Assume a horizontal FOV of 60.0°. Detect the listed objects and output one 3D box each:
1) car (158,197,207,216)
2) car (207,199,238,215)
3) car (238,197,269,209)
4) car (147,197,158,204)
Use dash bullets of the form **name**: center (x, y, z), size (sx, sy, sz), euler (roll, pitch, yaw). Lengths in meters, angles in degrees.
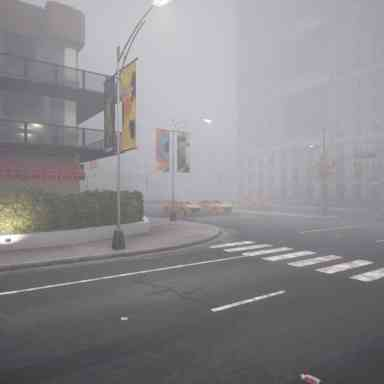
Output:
- **car**: center (-1.037, 1.478, 32.669), size (1.882, 1.535, 5.008), euler (0, 0, -35)
- **car**: center (2.090, 1.478, 34.307), size (1.882, 1.535, 5.008), euler (0, 0, -35)
- **car**: center (8.304, 1.477, 45.765), size (1.882, 1.535, 5.008), euler (0, 0, -35)
- **car**: center (-6.142, 1.601, 59.288), size (4.718, 1.301, 1.895), euler (0, 0, 42)
